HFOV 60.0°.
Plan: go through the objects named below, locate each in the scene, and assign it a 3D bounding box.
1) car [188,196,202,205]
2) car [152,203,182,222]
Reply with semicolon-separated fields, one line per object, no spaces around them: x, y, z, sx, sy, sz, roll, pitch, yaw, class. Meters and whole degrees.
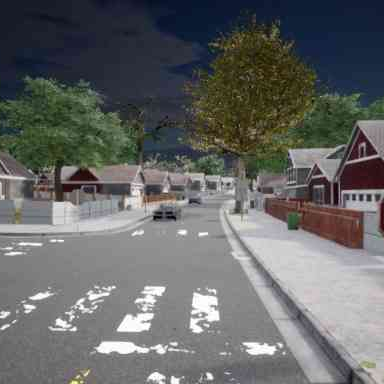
0.535;1.256;52.308;2.033;1.411;5.357;0;0;7;car
-1.882;1.546;26.250;1.895;1.301;4.718;0;0;4;car
